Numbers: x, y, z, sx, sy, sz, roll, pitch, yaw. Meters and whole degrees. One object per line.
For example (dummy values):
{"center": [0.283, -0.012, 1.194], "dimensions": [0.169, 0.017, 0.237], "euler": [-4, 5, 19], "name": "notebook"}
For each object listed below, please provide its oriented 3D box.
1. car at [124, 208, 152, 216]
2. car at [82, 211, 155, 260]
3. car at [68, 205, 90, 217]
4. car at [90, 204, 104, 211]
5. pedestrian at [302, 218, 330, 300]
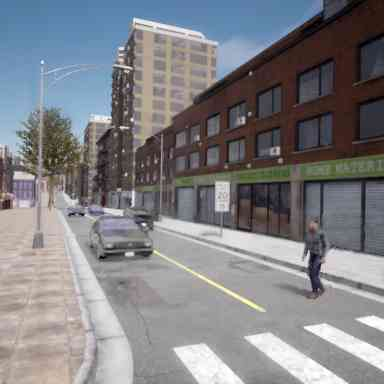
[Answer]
{"center": [-4.038, 1.887, 23.545], "dimensions": [1.837, 1.490, 4.892], "euler": [1, -1, -22], "name": "car"}
{"center": [-3.073, 1.716, 13.519], "dimensions": [2.033, 1.411, 5.357], "euler": [1, -1, -22], "name": "car"}
{"center": [-13.714, 2.199, 39.343], "dimensions": [2.033, 1.411, 5.357], "euler": [1, -2, -22], "name": "car"}
{"center": [-13.285, 2.376, 45.833], "dimensions": [2.033, 1.411, 5.357], "euler": [1, -2, -23], "name": "car"}
{"center": [2.728, 1.422, 7.391], "dimensions": [0.375, 1.860, 0.375], "euler": [1, 0, -23], "name": "pedestrian"}
